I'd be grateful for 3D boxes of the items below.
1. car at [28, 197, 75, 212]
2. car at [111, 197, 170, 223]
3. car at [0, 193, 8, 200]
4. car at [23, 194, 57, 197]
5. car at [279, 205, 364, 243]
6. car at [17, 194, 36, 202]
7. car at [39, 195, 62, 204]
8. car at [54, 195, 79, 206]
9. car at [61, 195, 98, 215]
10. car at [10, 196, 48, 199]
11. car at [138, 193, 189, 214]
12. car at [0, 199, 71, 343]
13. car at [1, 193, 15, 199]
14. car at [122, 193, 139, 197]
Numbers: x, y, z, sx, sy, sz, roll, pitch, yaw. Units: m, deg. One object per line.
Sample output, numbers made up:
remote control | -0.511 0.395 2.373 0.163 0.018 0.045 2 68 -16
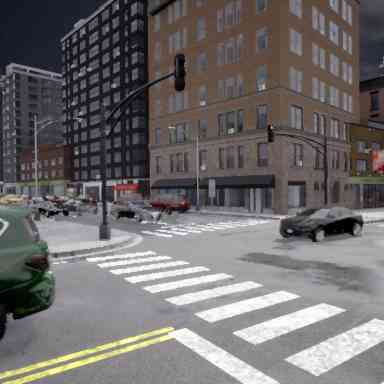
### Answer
car | -12.405 1.418 29.188 1.947 1.339 4.313 0 1 -44
car | -4.187 1.372 24.677 2.128 1.511 4.902 -1 1 -44
car | -40.842 0.886 70.681 1.947 1.339 4.313 0 1 -44
car | -17.536 1.258 38.424 1.812 1.442 4.674 -1 1 -44
car | 6.382 1.432 16.239 5.008 1.535 1.882 -1 1 -35
car | -29.327 1.044 58.832 1.802 1.307 4.206 0 1 -44
car | -21.650 1.136 50.933 1.802 1.307 4.206 0 1 -44
car | -17.812 1.181 46.983 1.802 1.307 4.206 0 1 -44
car | -10.606 1.336 31.280 1.812 1.442 4.674 -1 1 -44
car | -16.243 1.375 33.137 1.947 1.339 4.313 0 1 -44
car | -2.457 1.087 31.182 2.192 1.841 5.009 0 1 -44
car | -4.753 1.222 4.284 5.566 2.045 2.150 0 0 -36
car | -23.799 1.248 40.912 1.752 1.417 4.829 0 1 -44
car | -6.296 1.045 35.132 2.192 1.841 5.009 0 1 -44
